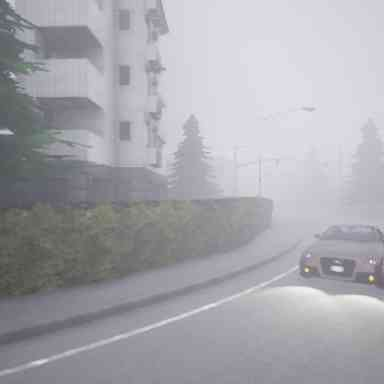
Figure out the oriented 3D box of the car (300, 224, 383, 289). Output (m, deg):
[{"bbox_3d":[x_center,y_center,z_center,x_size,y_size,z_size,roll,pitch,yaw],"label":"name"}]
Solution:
[{"bbox_3d":[4.573,1.634,9.499,1.994,1.385,4.181,-1,-1,35],"label":"car"}]
